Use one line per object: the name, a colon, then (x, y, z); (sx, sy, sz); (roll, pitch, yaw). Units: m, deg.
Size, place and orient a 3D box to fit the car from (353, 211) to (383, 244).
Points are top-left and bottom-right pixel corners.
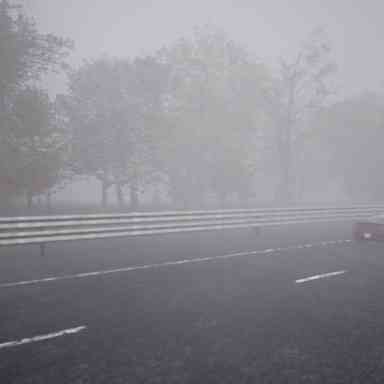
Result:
car: (8.883, 1.543, 14.410); (4.674, 1.442, 1.812); (0, 0, -32)
